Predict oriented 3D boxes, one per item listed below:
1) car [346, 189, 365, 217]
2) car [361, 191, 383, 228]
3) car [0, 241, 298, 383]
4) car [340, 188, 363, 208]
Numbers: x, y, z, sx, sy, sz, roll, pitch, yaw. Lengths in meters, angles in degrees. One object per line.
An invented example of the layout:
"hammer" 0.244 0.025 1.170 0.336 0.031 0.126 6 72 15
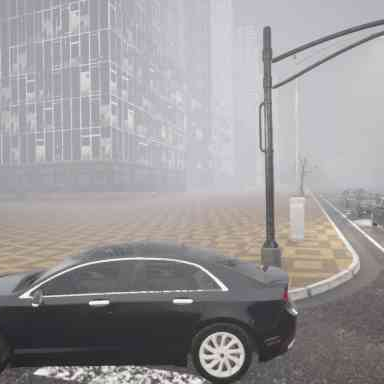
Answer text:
"car" 11.122 0.759 20.671 1.994 1.385 4.181 -1 2 17
"car" 9.065 0.928 14.380 2.128 1.511 4.902 -1 2 18
"car" -1.039 1.505 4.758 4.892 1.490 1.837 0 0 0
"car" 13.125 0.454 26.732 2.128 1.511 4.902 -1 2 18
